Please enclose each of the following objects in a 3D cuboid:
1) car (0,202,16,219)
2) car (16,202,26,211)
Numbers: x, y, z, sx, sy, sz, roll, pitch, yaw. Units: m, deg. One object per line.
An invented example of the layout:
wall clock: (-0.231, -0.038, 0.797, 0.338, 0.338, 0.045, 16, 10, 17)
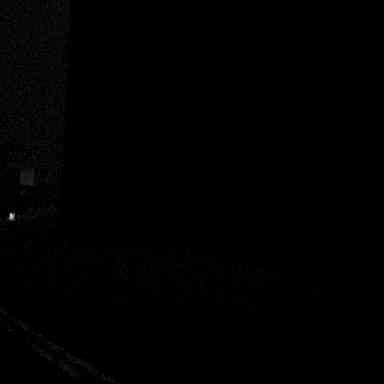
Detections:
car: (-19.478, 1.972, 32.464, 2.128, 1.511, 4.902, 3, -2, -11)
car: (-25.283, 2.074, 46.981, 1.895, 1.301, 4.718, 3, -1, -7)
